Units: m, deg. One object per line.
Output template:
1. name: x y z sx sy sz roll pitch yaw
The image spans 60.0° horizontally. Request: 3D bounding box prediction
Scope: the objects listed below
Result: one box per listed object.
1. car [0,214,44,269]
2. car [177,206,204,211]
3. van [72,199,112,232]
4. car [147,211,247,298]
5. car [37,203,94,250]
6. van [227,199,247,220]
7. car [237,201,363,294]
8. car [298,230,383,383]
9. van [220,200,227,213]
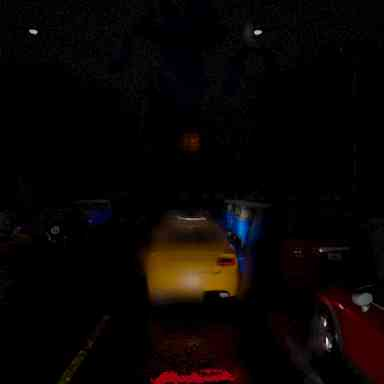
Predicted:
1. car: -5.814 1.524 8.505 1.752 1.417 4.829 0 0 0
2. car: -0.066 1.489 18.054 2.128 1.511 4.902 0 0 0
3. van: -5.884 1.339 19.549 1.690 1.788 3.998 0 0 0
4. car: 0.031 1.476 8.553 1.882 1.535 5.008 0 0 0
5. car: -5.850 1.438 14.112 1.967 1.590 4.097 0 0 0
6. van: 2.675 1.339 14.165 1.690 1.788 3.998 0 0 0
7. car: 2.709 1.313 8.728 2.192 1.841 5.009 0 0 0
8. car: 2.743 1.439 3.290 1.967 1.590 4.097 0 0 0
9. van: 2.641 1.339 19.603 1.690 1.788 3.998 0 0 0
